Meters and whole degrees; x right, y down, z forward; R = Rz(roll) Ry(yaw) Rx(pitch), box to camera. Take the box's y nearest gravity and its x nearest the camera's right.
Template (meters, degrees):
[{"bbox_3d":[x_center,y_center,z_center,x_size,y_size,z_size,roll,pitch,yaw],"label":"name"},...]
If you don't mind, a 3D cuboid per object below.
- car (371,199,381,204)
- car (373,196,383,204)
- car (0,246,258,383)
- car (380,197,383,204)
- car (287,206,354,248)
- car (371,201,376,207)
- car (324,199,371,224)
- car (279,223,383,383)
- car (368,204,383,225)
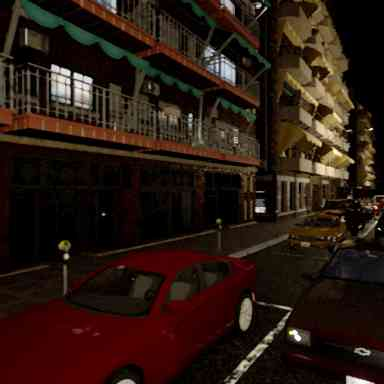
[{"bbox_3d":[14.300,1.546,27.885,2.008,1.369,4.403,0,0,33],"label":"car"},{"bbox_3d":[17.271,1.437,32.544,1.967,1.590,4.097,0,0,33],"label":"car"},{"bbox_3d":[-0.558,1.545,4.586,1.887,1.381,4.507,0,0,33],"label":"car"},{"bbox_3d":[38.072,1.591,65.162,1.947,1.339,4.313,-1,0,33],"label":"car"},{"bbox_3d":[5.294,1.522,13.762,1.752,1.417,4.829,0,0,33],"label":"car"},{"bbox_3d":[11.329,1.546,23.224,2.008,1.369,4.403,0,0,33],"label":"car"},{"bbox_3d":[8.355,1.311,18.566,2.192,1.841,5.009,0,0,33],"label":"car"},{"bbox_3d":[3.150,1.545,5.565,2.033,1.411,5.357,0,0,33],"label":"car"},{"bbox_3d":[10.248,1.542,16.518,2.033,1.411,5.357,0,0,32],"label":"car"}]
